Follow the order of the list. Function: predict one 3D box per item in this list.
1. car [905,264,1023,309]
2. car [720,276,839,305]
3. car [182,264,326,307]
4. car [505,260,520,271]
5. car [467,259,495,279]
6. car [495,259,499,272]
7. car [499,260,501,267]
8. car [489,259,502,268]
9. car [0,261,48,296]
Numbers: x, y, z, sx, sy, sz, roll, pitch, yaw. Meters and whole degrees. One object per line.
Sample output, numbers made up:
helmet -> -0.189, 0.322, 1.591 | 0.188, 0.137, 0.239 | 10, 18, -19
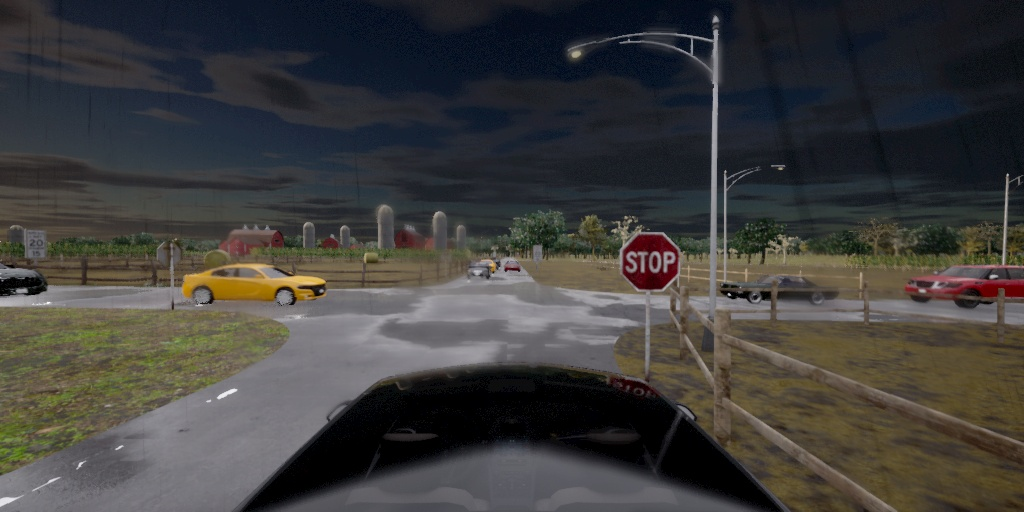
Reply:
car -> 22.727, 1.436, 17.436 | 5.566, 2.045, 2.150 | 1, 1, 0
car -> 12.731, 1.599, 17.372 | 4.718, 1.301, 1.895 | 1, 1, 0
car -> -10.077, 1.090, 14.255 | 5.008, 1.535, 1.882 | 1, 1, 0
car -> 0.040, 1.259, 47.154 | 1.994, 1.385, 4.181 | 0, 0, 0
car -> -2.849, 1.214, 31.825 | 2.128, 1.511, 4.902 | 0, 0, -1
car -> -2.894, 1.184, 41.221 | 1.882, 1.535, 5.008 | 0, 0, 0
car -> -2.897, 1.251, 51.273 | 1.994, 1.385, 4.181 | 0, 0, 0
car -> -2.842, 1.212, 61.889 | 2.033, 1.411, 5.357 | 0, 0, 0
car -> -21.616, 0.769, 14.173 | 4.553, 1.767, 2.097 | 1, 1, 0
